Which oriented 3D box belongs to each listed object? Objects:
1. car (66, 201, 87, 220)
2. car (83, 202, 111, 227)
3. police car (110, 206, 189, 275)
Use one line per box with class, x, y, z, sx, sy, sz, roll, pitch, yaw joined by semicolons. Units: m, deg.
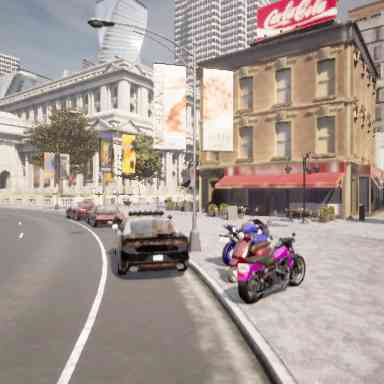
car;-9.033;1.503;27.542;2.002;1.452;4.674;0;0;-35
car;-6.003;1.581;22.679;1.895;1.301;4.718;0;0;-25
police car;-1.489;1.414;10.681;1.930;1.638;5.238;0;0;-15
